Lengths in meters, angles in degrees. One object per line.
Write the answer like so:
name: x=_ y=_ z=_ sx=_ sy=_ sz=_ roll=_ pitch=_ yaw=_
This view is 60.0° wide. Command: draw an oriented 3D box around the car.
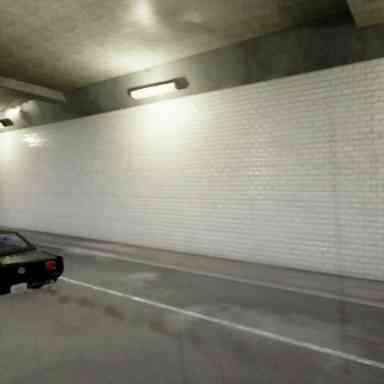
car: x=-5.097 y=1.519 z=7.627 sx=4.718 sy=1.301 sz=1.895 roll=1 pitch=0 yaw=35
